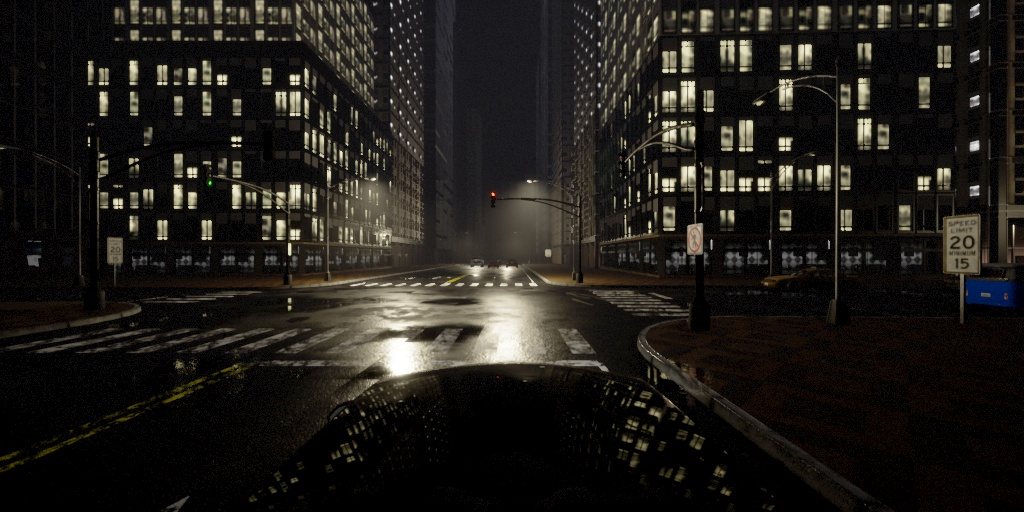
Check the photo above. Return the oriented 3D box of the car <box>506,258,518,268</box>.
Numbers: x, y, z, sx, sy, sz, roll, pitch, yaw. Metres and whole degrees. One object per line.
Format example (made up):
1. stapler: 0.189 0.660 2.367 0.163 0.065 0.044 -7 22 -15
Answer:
1. car: 0.011 1.212 63.577 2.097 1.767 4.553 0 0 0

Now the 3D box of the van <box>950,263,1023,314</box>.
1. van: 18.360 1.119 12.431 3.998 1.789 1.690 0 0 2

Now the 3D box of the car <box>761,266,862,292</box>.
1. car: 17.091 1.293 20.603 4.829 1.417 1.751 0 0 2

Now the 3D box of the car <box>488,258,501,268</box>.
1. car: -3.240 1.460 63.220 1.895 1.301 4.718 0 0 0

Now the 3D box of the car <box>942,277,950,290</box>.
1. car: 26.925 1.356 20.117 4.207 1.307 1.802 0 0 2
